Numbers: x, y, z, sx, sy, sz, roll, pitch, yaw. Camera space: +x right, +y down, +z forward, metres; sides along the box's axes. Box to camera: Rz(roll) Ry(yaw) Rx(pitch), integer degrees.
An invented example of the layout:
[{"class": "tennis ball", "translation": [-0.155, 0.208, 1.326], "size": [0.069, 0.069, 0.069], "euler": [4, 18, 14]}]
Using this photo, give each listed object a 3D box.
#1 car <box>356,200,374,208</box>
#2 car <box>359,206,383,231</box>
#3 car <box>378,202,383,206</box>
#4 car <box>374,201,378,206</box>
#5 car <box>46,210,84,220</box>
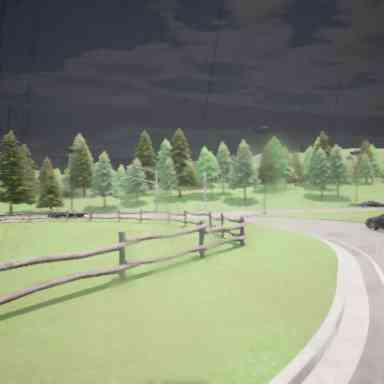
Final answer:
[{"class": "car", "translation": [35.200, 2.468, 66.250], "size": [4.892, 1.490, 1.837], "euler": [-1, -1, -11]}, {"class": "car", "translation": [12.887, 1.811, 20.388], "size": [2.033, 1.411, 5.357], "euler": [-1, -1, -3]}, {"class": "car", "translation": [36.540, 2.123, 59.386], "size": [4.553, 1.767, 2.097], "euler": [-1, -1, -11]}, {"class": "car", "translation": [38.273, 2.370, 63.275], "size": [5.357, 1.411, 2.033], "euler": [-1, -1, -11]}, {"class": "car", "translation": [-17.413, 3.117, 45.675], "size": [4.718, 1.301, 1.895], "euler": [-1, -2, -11]}]
